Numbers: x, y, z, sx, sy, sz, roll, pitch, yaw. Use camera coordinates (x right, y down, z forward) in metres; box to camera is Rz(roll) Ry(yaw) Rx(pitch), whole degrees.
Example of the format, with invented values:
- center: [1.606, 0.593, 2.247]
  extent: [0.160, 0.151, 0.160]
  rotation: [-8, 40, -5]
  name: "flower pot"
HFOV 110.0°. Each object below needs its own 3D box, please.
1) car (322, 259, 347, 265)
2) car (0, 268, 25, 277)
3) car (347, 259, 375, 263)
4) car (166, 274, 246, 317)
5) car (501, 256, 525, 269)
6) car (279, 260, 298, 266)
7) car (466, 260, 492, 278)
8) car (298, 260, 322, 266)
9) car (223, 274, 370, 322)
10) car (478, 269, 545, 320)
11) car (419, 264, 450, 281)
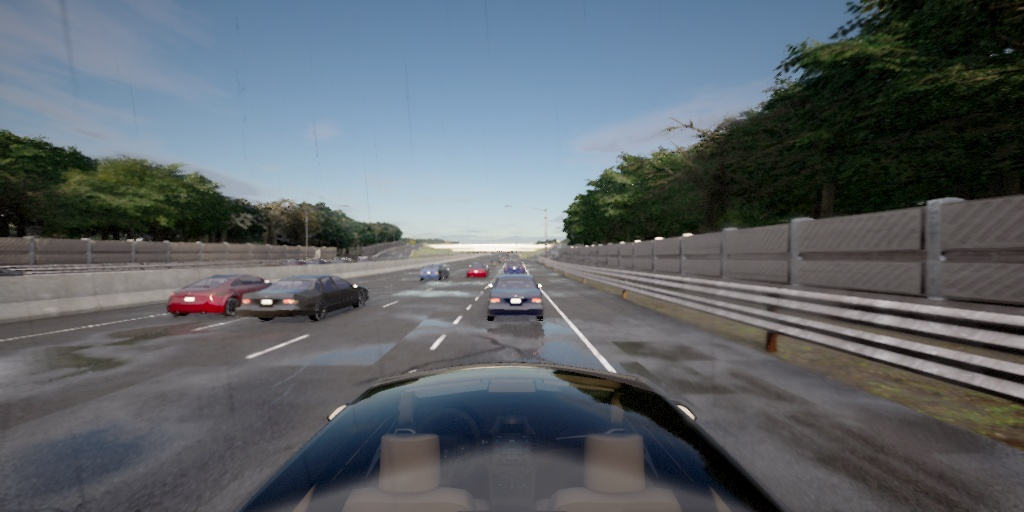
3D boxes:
- center: [-24.295, 1.229, 50.664]
  extent: [1.837, 1.490, 4.892]
  rotation: [0, 1, 1]
  name: "car"
- center: [-31.547, 1.348, 20.490]
  extent: [1.837, 1.490, 4.892]
  rotation: [0, 0, 0]
  name: "car"
- center: [-20.801, 1.216, 50.631]
  extent: [2.128, 1.511, 4.902]
  rotation: [0, 1, 1]
  name: "car"
- center: [-10.377, 1.373, 13.555]
  extent: [1.994, 1.385, 4.181]
  rotation: [0, 0, 0]
  name: "car"
- center: [0.249, 1.206, 37.013]
  extent: [2.097, 1.767, 4.553]
  rotation: [0, 0, 0]
  name: "car"
- center: [-31.274, 1.279, 51.290]
  extent: [1.994, 1.385, 4.181]
  rotation: [0, 1, 1]
  name: "car"
- center: [-3.363, 1.426, 35.764]
  extent: [1.994, 1.385, 4.181]
  rotation: [0, 0, 0]
  name: "car"
- center: [-27.790, 1.284, 50.867]
  extent: [1.994, 1.385, 4.181]
  rotation: [0, 1, 1]
  name: "car"
- center: [-6.878, 1.352, 12.585]
  extent: [2.033, 1.411, 5.357]
  rotation: [0, 0, 0]
  name: "car"
- center: [0.120, 1.354, 12.842]
  extent: [2.033, 1.411, 5.357]
  rotation: [0, 0, 0]
  name: "car"
- center: [-6.791, 1.418, 31.813]
  extent: [2.033, 1.411, 5.357]
  rotation: [0, 0, 0]
  name: "car"
